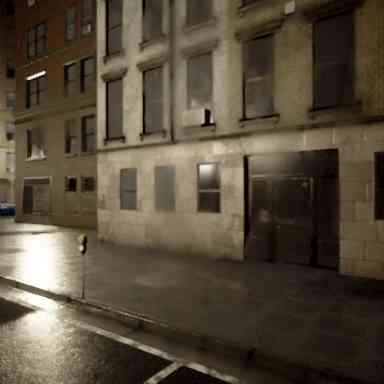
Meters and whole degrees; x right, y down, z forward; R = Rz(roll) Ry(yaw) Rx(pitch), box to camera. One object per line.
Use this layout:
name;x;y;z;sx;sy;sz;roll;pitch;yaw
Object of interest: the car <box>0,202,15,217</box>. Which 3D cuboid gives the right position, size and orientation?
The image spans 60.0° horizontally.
car;-16.997;1.597;29.556;1.994;1.385;4.181;0;0;36
